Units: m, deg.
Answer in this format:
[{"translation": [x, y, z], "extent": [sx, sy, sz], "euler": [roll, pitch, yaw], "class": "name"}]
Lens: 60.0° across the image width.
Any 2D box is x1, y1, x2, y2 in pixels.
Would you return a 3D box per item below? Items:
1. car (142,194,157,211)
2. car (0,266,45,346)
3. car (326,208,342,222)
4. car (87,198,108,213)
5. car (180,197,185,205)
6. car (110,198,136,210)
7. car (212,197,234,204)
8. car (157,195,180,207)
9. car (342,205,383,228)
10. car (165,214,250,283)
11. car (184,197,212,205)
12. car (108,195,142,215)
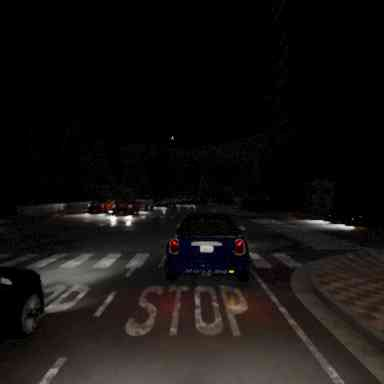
[{"translation": [-6.673, 1.388, 45.072], "extent": [2.150, 2.045, 5.566], "euler": [0, 0, 6], "class": "car"}, {"translation": [-3.402, 1.506, 3.738], "extent": [2.128, 1.511, 4.902], "euler": [0, 0, 0], "class": "car"}, {"translation": [13.076, 1.719, 26.739], "extent": [4.181, 1.385, 1.994], "euler": [0, 0, 0], "class": "car"}, {"translation": [-10.428, 1.494, 38.332], "extent": [2.097, 1.767, 4.553], "euler": [0, 0, 3], "class": "car"}, {"translation": [-1.635, 1.770, 65.920], "extent": [1.812, 1.442, 4.674], "euler": [0, 0, 42], "class": "car"}, {"translation": [-9.765, 1.654, 47.530], "extent": [1.882, 1.535, 5.008], "euler": [0, 0, 10], "class": "car"}, {"translation": [6.722, 1.809, 72.744], "extent": [5.357, 1.411, 2.033], "euler": [0, 0, -33], "class": "car"}, {"translation": [-4.191, 1.729, 54.933], "extent": [1.812, 1.442, 4.674], "euler": [0, 0, 25], "class": "car"}, {"translation": [13.182, 1.706, 23.231], "extent": [4.181, 1.385, 1.994], "euler": [0, 0, -2], "class": "car"}, {"translation": [0.549, 1.421, 10.016], "extent": [2.097, 1.767, 4.553], "euler": [0, -1, 5], "class": "car"}, {"translation": [1.234, 1.762, 63.659], "extent": [1.812, 1.442, 4.674], "euler": [0, 0, 41], "class": "car"}, {"translation": [-7.015, 1.484, 35.487], "extent": [2.097, 1.767, 4.553], "euler": [0, 0, 1], "class": "car"}]
